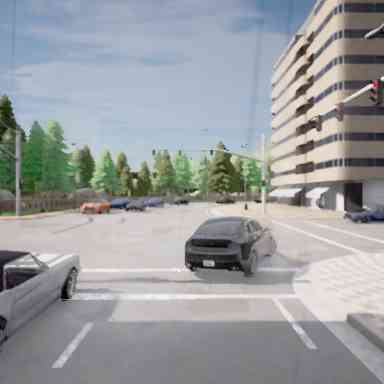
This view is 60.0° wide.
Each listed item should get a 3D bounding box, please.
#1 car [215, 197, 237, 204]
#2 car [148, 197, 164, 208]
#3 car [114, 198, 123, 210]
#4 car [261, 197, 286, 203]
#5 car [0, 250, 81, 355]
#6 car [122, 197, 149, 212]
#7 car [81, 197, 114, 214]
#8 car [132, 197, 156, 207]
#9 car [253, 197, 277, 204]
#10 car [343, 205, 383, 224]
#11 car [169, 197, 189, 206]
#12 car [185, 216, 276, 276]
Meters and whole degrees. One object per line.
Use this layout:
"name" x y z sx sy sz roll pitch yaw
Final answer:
"car" 6.809 1.730 66.686 2.033 1.411 5.357 0 0 43
"car" -5.713 1.617 50.428 1.882 1.535 5.008 0 0 14
"car" -9.940 1.604 45.603 1.882 1.535 5.008 0 0 7
"car" 18.319 1.747 75.084 5.357 1.411 2.033 0 0 -22
"car" -3.431 1.617 5.526 1.895 1.301 4.718 0 0 -1
"car" -6.808 1.676 40.620 1.994 1.385 4.181 0 0 0
"car" -10.459 1.453 36.391 2.097 1.767 4.553 0 0 2
"car" -7.911 1.658 55.325 1.837 1.490 4.892 0 0 19
"car" 15.088 1.787 69.336 4.718 1.301 1.895 0 0 -33
"car" 14.560 1.674 25.559 5.357 1.411 2.033 0 0 0
"car" -2.294 1.643 59.916 1.882 1.535 5.008 0 0 28
"car" 1.364 1.538 10.630 1.837 1.490 4.892 -2 0 23
